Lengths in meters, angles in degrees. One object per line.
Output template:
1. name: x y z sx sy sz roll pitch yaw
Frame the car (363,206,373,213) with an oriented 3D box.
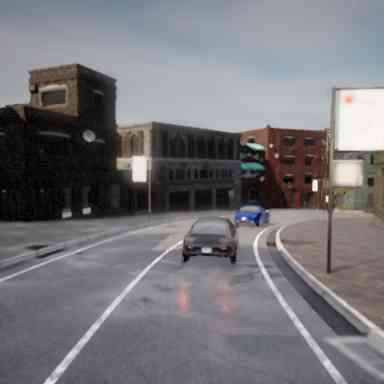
1. car: 30.891 2.926 55.370 5.008 1.535 1.882 3 3 -21

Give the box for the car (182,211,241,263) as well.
1. car: 0.815 1.664 12.619 1.812 1.442 4.674 1 0 9

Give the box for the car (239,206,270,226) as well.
1. car: 4.969 1.841 26.808 1.882 1.535 5.008 2 0 26
